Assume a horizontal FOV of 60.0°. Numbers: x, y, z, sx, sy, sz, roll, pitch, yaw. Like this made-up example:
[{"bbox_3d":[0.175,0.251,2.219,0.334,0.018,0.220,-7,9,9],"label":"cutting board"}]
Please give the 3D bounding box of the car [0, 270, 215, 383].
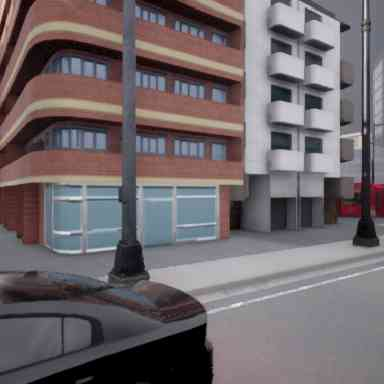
[{"bbox_3d":[-2.144,1.478,2.536,5.008,1.535,1.882,0,0,-34],"label":"car"}]
